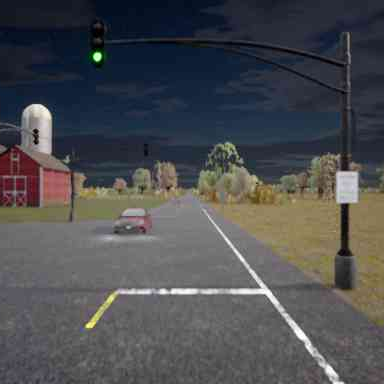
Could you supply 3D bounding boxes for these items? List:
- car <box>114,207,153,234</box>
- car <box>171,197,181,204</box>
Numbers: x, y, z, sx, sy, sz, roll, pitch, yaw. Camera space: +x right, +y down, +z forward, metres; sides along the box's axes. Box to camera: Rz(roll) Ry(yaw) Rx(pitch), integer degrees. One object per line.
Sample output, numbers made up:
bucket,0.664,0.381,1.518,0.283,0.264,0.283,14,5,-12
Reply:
car,-3.496,1.679,20.624,1.812,1.442,4.674,0,0,0
car,-3.507,1.963,73.587,1.837,1.490,4.892,0,0,0
